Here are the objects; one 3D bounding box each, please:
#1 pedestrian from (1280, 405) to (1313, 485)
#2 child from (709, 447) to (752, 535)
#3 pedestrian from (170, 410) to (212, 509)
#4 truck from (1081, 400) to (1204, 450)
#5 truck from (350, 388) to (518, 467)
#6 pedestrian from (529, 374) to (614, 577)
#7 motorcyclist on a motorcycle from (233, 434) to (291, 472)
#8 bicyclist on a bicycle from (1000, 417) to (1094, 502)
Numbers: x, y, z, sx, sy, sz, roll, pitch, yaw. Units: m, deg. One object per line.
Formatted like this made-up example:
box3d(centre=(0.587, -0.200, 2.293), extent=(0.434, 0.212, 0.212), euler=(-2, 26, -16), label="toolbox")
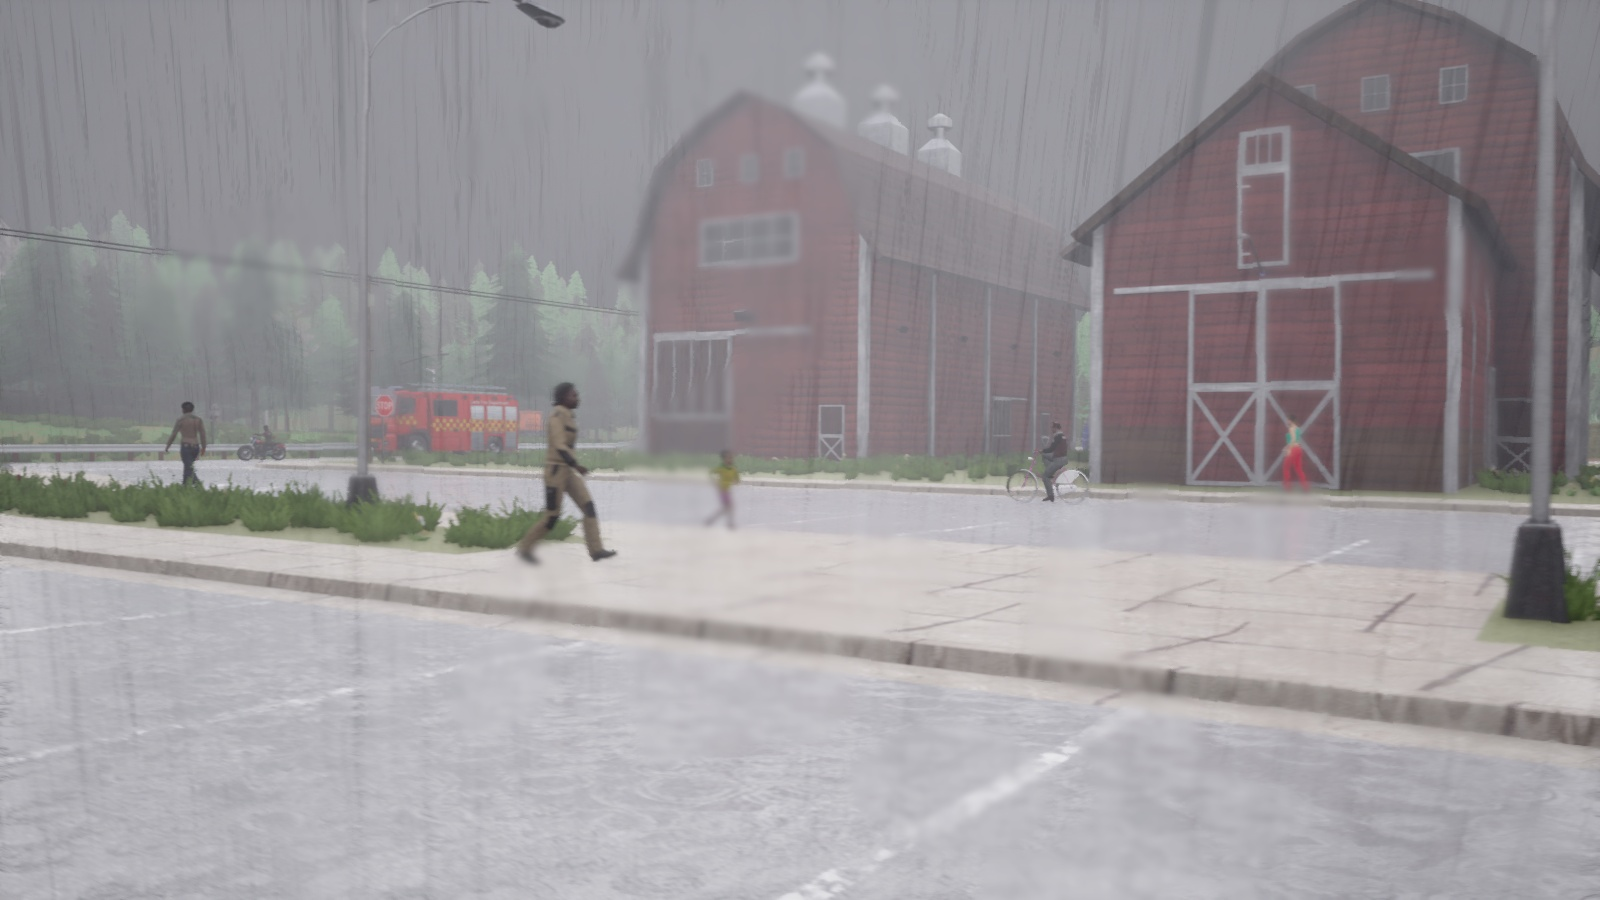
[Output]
box3d(centre=(11.453, -0.116, 28.979), extent=(0.345, 1.836, 0.594), euler=(-1, 1, -35), label="pedestrian")
box3d(centre=(-0.938, 0.544, 16.913), extent=(0.473, 1.160, 0.299), euler=(0, 1, 32), label="child")
box3d(centre=(-11.247, 0.174, 23.187), extent=(0.869, 1.805, 0.328), euler=(0, 1, 38), label="pedestrian")
box3d(centre=(24.287, -1.722, 89.125), extent=(7.936, 3.462, 2.891), euler=(0, 1, 32), label="truck")
box3d(centre=(-18.729, -1.146, 64.919), extent=(2.891, 3.827, 8.468), euler=(0, 1, 33), label="truck")
box3d(centre=(-2.217, 0.245, 12.224), extent=(0.692, 1.930, 0.396), euler=(0, 1, 13), label="pedestrian")
box3d(centre=(-24.198, 0.134, 56.554), extent=(0.766, 1.649, 2.350), euler=(0, 1, 33), label="motorcyclist on a motorcycle")
box3d(centre=(5.272, 0.187, 26.807), extent=(1.843, 1.776, 0.659), euler=(0, 1, 32), label="bicyclist on a bicycle")
